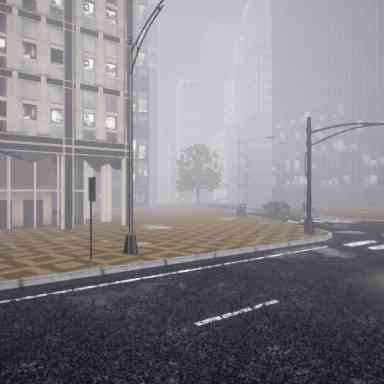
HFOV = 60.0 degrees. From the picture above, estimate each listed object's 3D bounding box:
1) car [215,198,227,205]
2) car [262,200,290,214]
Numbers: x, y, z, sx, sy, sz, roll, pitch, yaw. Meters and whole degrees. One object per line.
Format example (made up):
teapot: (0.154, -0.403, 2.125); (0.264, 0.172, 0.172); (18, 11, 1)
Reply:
car: (5.901, 1.970, 68.169); (1.812, 1.442, 4.674); (0, 0, -8)
car: (9.841, 1.720, 39.199); (1.837, 1.490, 4.892); (0, 0, -8)
